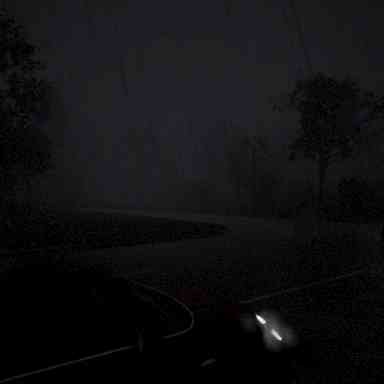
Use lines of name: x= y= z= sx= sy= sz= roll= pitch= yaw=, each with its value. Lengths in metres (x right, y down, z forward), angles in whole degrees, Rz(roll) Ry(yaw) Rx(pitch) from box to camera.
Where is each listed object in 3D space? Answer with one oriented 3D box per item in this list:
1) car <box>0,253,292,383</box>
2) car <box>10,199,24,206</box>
car: x=-1.221 y=1.351 z=2.853 sx=4.553 sy=1.767 sz=2.097 roll=0 pitch=0 yaw=-36
car: x=-31.622 y=1.933 z=58.111 sx=4.718 sy=1.301 sz=1.895 roll=-1 pitch=0 yaw=28
